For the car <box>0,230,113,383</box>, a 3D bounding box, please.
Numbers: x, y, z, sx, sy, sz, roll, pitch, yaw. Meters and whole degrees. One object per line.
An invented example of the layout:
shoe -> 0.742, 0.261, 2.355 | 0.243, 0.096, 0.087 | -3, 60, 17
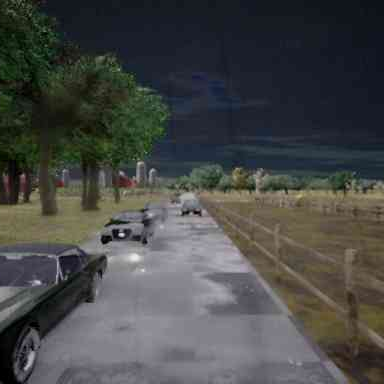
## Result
car -> -2.868, 1.614, 5.510 | 1.895, 1.301, 4.718 | 0, 0, 0

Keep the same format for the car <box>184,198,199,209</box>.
car -> -0.105, 1.599, 45.886 | 1.994, 1.385, 4.181 | 0, 0, 0

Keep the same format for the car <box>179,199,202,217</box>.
car -> -0.040, 1.632, 32.153 | 1.895, 1.301, 4.718 | 0, 0, 0

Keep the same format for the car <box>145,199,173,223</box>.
car -> -2.914, 1.524, 26.128 | 2.128, 1.511, 4.902 | 0, 0, -1

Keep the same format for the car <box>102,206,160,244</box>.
car -> -2.895, 1.589, 15.807 | 1.994, 1.385, 4.181 | 0, 0, 1

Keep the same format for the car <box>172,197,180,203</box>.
car -> -3.043, 1.576, 62.745 | 2.033, 1.411, 5.357 | 0, 0, 0
